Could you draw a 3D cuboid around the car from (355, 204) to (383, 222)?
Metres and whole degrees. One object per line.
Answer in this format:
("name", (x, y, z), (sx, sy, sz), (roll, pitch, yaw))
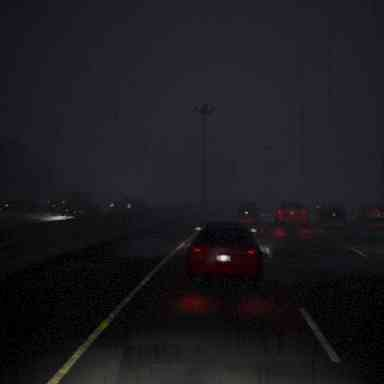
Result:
("car", (15.627, 1.738, 28.973), (1.882, 1.535, 5.008), (1, 0, 16))

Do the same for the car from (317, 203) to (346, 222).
("car", (11.897, 1.669, 28.641), (1.882, 1.535, 5.008), (1, 0, 15))

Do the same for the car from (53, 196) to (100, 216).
("car", (-9.817, 1.349, 29.241), (1.994, 1.385, 4.181), (1, 0, 14))

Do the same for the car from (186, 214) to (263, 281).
("car", (1.004, 1.572, 10.025), (1.994, 1.385, 4.181), (1, 0, 7))

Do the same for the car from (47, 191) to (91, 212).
("car", (-12.248, 0.956, 33.885), (2.150, 2.045, 5.566), (1, 0, 15))

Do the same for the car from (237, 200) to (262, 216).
("car", (5.451, 1.572, 31.523), (1.837, 1.490, 4.892), (1, 0, 16))

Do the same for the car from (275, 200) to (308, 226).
("car", (7.245, 1.462, 24.558), (2.097, 1.767, 4.553), (1, 0, 13))

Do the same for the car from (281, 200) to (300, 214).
("car", (11.795, 1.703, 39.655), (1.812, 1.442, 4.674), (1, 0, 20))

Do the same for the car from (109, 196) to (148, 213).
("car", (-5.800, 1.210, 30.824), (2.097, 1.767, 4.553), (1, 0, 15))

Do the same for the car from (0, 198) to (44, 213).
("car", (-16.458, 1.259, 31.621), (1.895, 1.301, 4.718), (1, 0, 14))
